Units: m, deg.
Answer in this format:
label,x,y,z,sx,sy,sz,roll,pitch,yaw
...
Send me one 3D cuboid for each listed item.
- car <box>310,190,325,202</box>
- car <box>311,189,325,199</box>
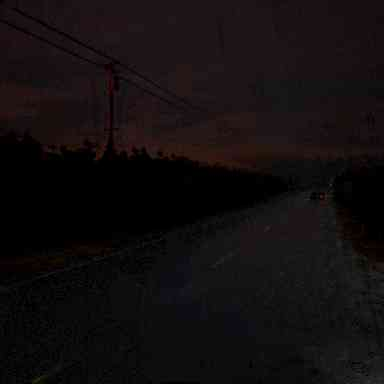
label,x,y,z,sx,sy,sz,roll,pitch,yaw
car,17.540,0.597,46.541,2.033,1.411,5.357,2,2,22
car,21.414,0.347,56.391,2.128,1.511,4.902,2,2,22
